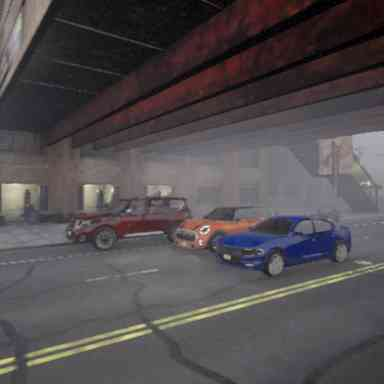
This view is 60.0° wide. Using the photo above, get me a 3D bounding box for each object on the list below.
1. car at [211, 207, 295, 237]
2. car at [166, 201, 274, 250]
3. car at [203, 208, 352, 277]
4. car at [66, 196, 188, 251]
[{"bbox_3d":[3.524,1.596,18.781,4.718,1.301,1.895,0,0,-36],"label":"car"},{"bbox_3d":[1.543,1.353,13.662,4.553,1.767,2.097,0,0,-35],"label":"car"},{"bbox_3d":[2.989,1.478,10.400,5.008,1.535,1.882,0,0,-35],"label":"car"},{"bbox_3d":[-2.473,1.229,14.451,5.566,2.045,2.435,0,0,-36],"label":"car"}]
